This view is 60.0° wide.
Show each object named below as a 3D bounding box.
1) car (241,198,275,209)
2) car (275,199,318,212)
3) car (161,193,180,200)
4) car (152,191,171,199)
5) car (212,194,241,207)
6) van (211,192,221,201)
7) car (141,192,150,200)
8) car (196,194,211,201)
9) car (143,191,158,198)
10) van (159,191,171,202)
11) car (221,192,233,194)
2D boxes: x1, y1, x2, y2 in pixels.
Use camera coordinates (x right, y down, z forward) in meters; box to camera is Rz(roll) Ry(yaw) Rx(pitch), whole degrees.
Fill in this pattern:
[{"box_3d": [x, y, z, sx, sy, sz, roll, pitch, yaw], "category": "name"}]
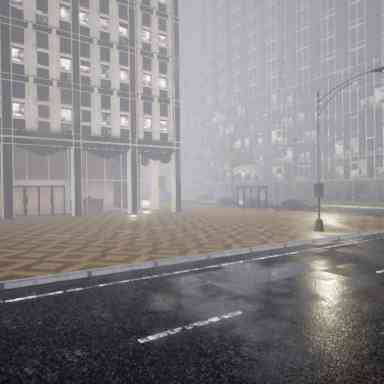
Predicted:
[{"box_3d": [8.392, 1.388, 40.545, 1.802, 1.307, 4.206, 0, 1, -34], "category": "car"}, {"box_3d": [11.596, 1.423, 35.848, 1.947, 1.339, 4.313, 0, 1, -34], "category": "car"}, {"box_3d": [-4.595, 0.925, 69.858, 1.837, 1.490, 4.892, -1, 1, -34], "category": "car"}, {"box_3d": [-7.133, 0.615, 78.140, 2.192, 1.841, 5.009, 0, 1, -34], "category": "car"}, {"box_3d": [5.222, 1.319, 45.262, 1.947, 1.339, 4.313, 0, 1, -34], "category": "car"}, {"box_3d": [5.738, 0.855, 59.401, 1.690, 1.788, 3.998, 0, 1, -34], "category": "van"}, {"box_3d": [-10.823, 1.039, 68.715, 2.008, 1.369, 4.403, 0, 1, -34], "category": "car"}, {"box_3d": [2.521, 1.043, 64.089, 1.802, 1.307, 4.206, 0, 1, -34], "category": "car"}, {"box_3d": [-10.351, 0.686, 82.826, 1.967, 1.590, 4.097, 0, 1, -34], "category": "car"}, {"box_3d": [-4.387, 0.937, 59.343, 1.690, 1.788, 3.998, 0, 1, -34], "category": "van"}, {"box_3d": [7.235, 1.105, 52.637, 2.128, 1.511, 4.902, -1, 1, -34], "category": "car"}]
